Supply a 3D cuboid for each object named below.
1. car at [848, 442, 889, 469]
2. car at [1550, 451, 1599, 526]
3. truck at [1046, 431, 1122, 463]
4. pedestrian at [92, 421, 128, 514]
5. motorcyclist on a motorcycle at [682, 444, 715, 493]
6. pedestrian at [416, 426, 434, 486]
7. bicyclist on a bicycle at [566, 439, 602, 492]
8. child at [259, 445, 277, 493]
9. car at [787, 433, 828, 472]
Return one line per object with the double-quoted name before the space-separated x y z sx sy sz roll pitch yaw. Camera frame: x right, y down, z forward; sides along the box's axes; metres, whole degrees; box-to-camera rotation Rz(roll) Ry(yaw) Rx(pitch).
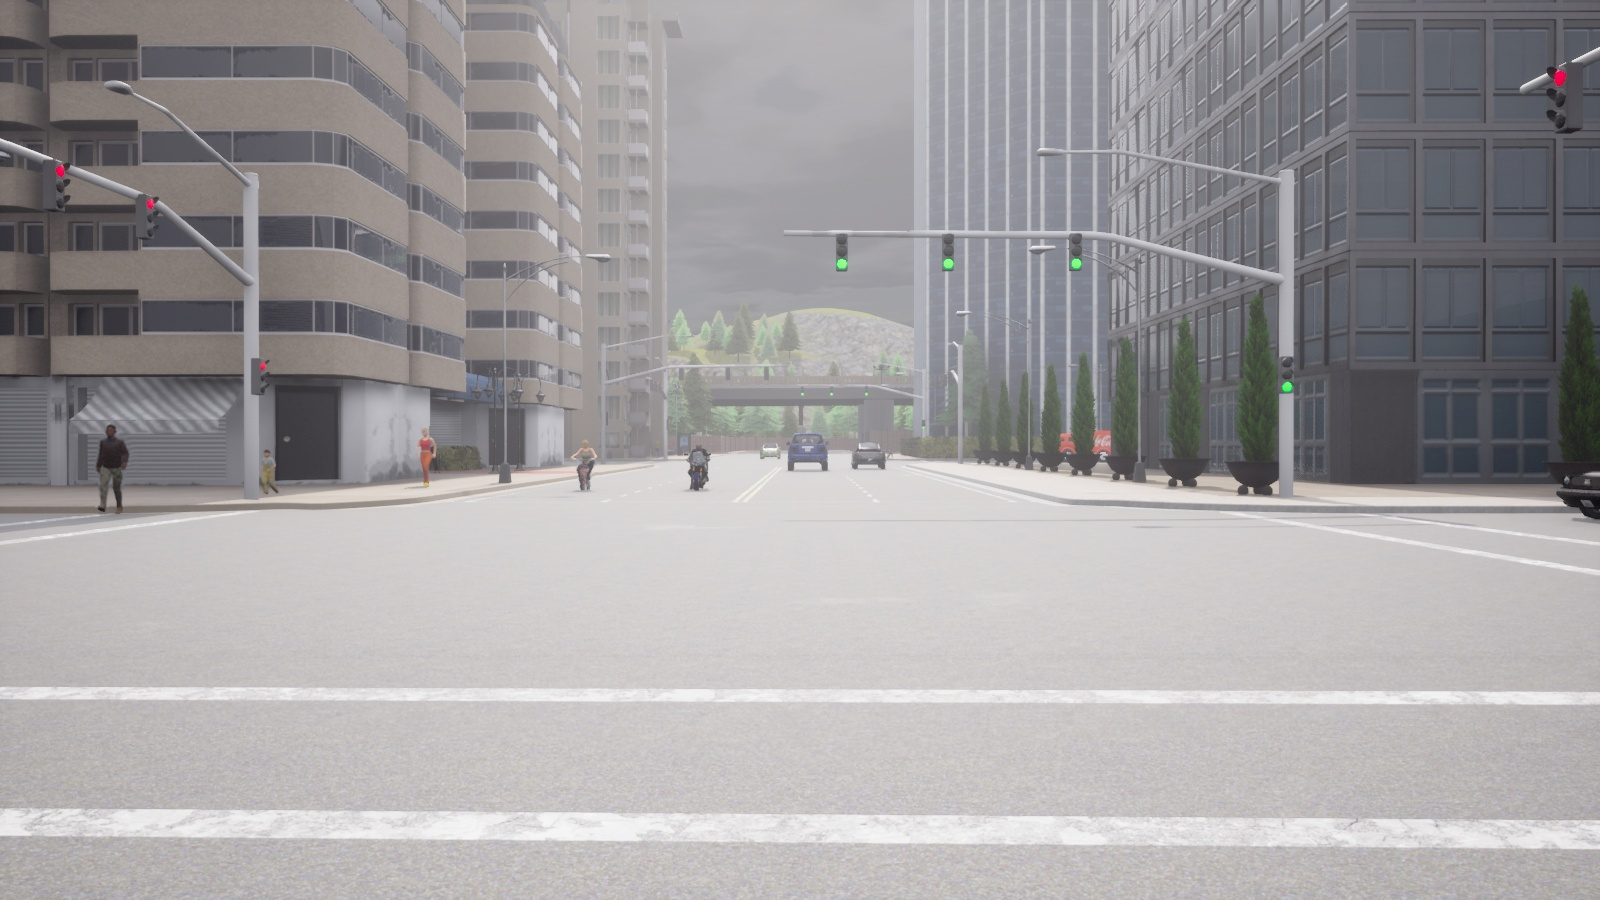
"car" 3.956 0.317 72.947 2.128 1.511 4.902 0 0 0
"car" 16.487 0.684 22.709 4.718 1.301 1.895 0 0 1
"truck" 21.702 -0.235 96.005 5.204 2.467 2.627 0 0 0
"pedestrian" -13.811 0.340 25.135 0.431 1.840 0.703 0 0 -10
"motorcyclist on a motorcycle" -3.242 0.564 40.291 0.866 1.530 2.191 0 0 0
"pedestrian" -11.500 0.190 38.523 0.345 1.836 0.594 0 0 5
"bicyclist on a bicycle" -6.743 0.468 39.265 0.866 1.612 1.509 0 0 1
"child" -13.942 0.490 32.908 0.270 1.263 0.437 0 0 2
"car" 0.430 0.098 68.911 2.150 2.045 5.566 0 0 0
